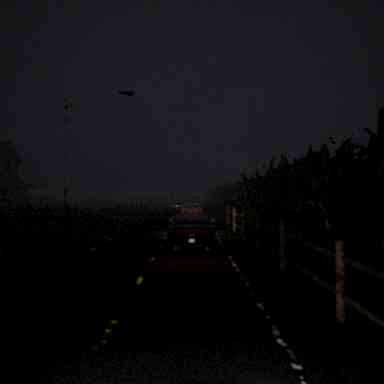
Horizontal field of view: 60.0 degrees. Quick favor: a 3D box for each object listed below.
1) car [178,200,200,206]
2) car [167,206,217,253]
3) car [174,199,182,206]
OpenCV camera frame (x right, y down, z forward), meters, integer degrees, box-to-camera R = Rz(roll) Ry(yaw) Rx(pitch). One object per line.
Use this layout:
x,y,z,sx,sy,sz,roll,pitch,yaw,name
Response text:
-0.002,1.747,29.484,1.882,1.535,5.008,0,0,0,car
0.003,1.612,14.472,1.882,1.535,5.008,0,0,0,car
-2.773,2.163,71.773,2.033,1.411,5.357,0,0,0,car
